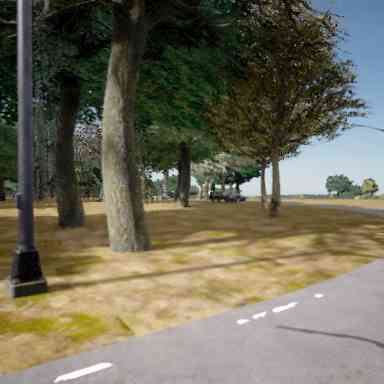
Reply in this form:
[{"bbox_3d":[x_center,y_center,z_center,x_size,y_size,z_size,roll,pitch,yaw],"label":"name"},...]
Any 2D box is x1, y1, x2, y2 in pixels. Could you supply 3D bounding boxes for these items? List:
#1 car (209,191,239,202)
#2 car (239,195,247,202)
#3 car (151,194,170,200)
[{"bbox_3d":[5.933,0.893,65.864,5.566,2.045,2.150,0,-1,42],"label":"car"},{"bbox_3d":[8.975,1.278,68.556,4.892,1.490,1.837,0,-1,43],"label":"car"},{"bbox_3d":[-7.364,1.151,78.004,4.674,1.442,1.812,0,-1,29],"label":"car"}]
